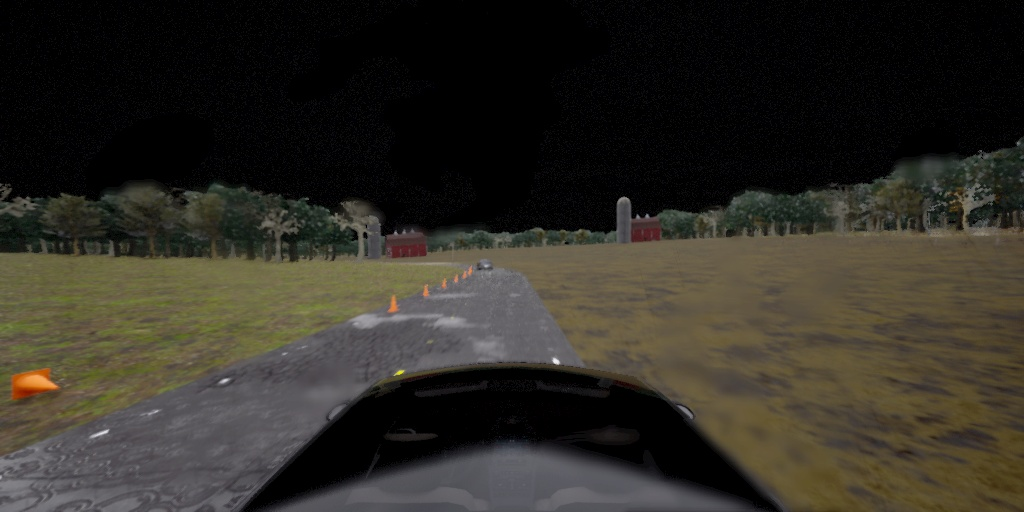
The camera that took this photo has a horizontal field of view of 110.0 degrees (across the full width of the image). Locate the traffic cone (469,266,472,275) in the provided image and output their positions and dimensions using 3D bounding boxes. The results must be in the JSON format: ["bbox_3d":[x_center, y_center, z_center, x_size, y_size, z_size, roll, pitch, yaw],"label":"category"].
[{"bbox_3d":[-4.505,1.674,38.215,0.340,0.580,0.340,0,0,-3],"label":"traffic cone"}]

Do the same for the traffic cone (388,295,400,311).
[{"bbox_3d":[-4.398,1.735,13.335,0.340,0.580,0.340,0,0,0],"label":"traffic cone"}]

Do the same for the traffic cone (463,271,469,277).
[{"bbox_3d":[-4.398,1.691,33.338,0.340,0.580,0.340,0,0,0],"label":"traffic cone"}]

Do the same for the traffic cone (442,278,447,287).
[{"bbox_3d":[-4.398,1.720,23.337,0.340,0.580,0.340,0,0,0],"label":"traffic cone"}]

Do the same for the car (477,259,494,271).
[{"bbox_3d":[-3.572,1.159,47.477,2.128,1.511,4.902,0,0,-9],"label":"car"}]

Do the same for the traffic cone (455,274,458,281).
[{"bbox_3d":[-4.398,1.707,28.337,0.340,0.580,0.340,0,0,0],"label":"traffic cone"}]

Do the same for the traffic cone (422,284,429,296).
[{"bbox_3d":[-4.398,1.729,18.336,0.340,0.580,0.340,0,0,0],"label":"traffic cone"}]

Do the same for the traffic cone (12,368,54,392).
[{"bbox_3d":[-6.819,1.515,5.085,0.340,0.580,0.340,0,0,-25],"label":"traffic cone"}]
